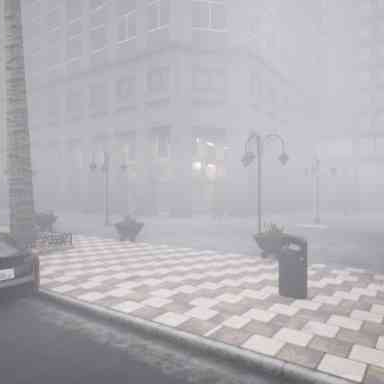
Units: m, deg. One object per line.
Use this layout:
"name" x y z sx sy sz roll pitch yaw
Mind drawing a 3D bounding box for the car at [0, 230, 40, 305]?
"car" -5.249 1.513 7.203 4.786 1.482 2.161 0 0 35
